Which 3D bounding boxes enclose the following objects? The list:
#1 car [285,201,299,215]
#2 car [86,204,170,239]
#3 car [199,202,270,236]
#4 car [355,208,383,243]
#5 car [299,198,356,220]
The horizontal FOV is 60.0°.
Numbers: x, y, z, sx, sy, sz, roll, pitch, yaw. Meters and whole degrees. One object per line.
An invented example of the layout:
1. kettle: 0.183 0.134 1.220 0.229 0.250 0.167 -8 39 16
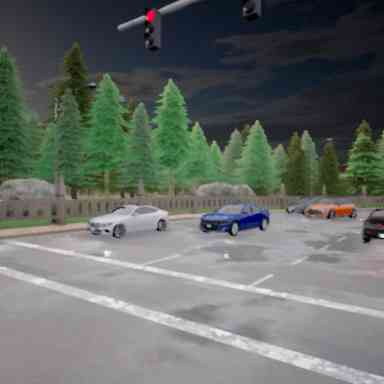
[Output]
1. car: 10.659 1.340 30.466 4.902 1.511 2.128 0 0 -33
2. car: -3.016 1.347 16.598 1.812 1.442 4.674 1 1 37
3. car: 2.370 1.345 17.782 1.882 1.535 5.008 1 1 39
4. car: 9.109 1.465 14.956 1.837 1.490 4.892 1 0 41
5. car: 11.010 1.238 26.442 4.553 1.767 2.097 0 1 -35
